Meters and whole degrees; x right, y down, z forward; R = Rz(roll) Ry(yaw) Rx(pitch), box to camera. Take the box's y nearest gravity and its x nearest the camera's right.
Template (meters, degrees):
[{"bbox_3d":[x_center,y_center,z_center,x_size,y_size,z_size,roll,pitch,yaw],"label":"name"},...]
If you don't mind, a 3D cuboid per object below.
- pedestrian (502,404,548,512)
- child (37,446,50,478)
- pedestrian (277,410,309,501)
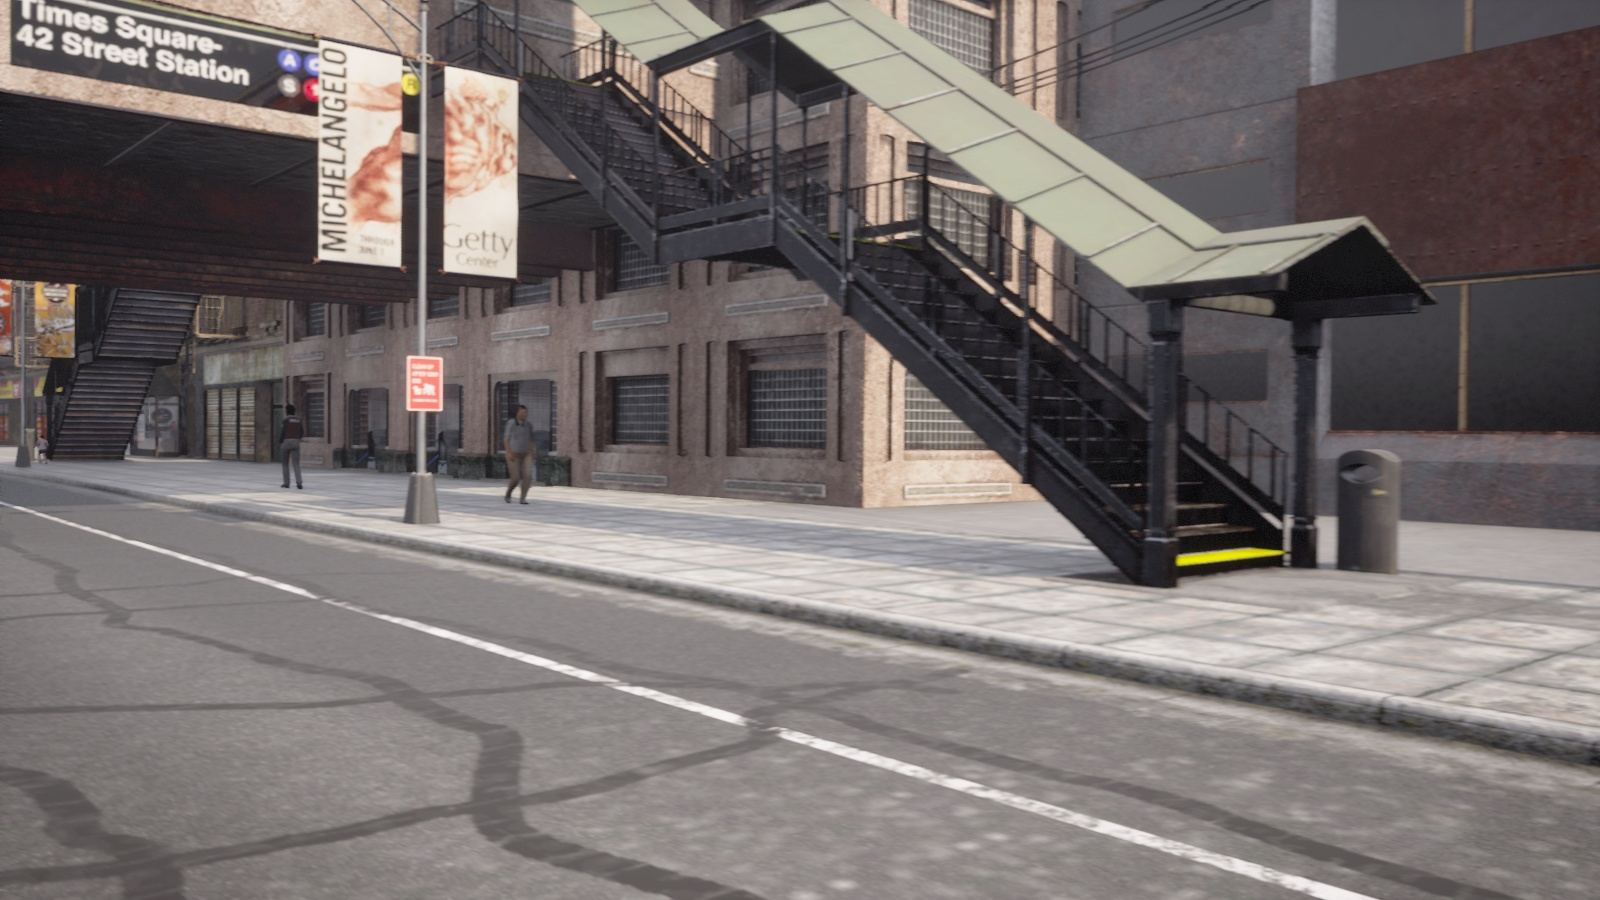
[{"bbox_3d":[-4.831,0.131,22.045,0.540,1.848,0.694,-1,1,-34],"label":"pedestrian"},{"bbox_3d":[-26.314,0.410,43.684,0.394,1.110,0.255,0,1,43],"label":"child"},{"bbox_3d":[-10.987,0.116,27.219,0.402,1.930,0.666,-1,1,-44],"label":"pedestrian"}]
